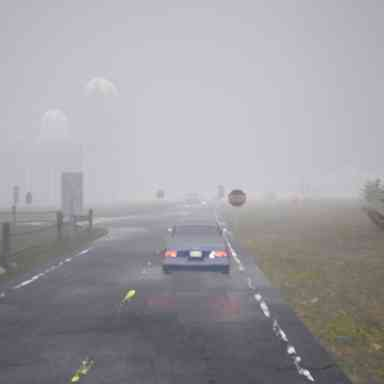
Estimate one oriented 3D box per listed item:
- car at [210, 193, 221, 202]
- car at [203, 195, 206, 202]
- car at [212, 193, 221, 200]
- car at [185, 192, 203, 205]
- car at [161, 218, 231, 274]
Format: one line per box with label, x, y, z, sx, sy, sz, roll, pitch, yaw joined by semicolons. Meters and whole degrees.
car;4.952;1.307;72.642;2.128;1.511;4.902;0;0;7
car;1.988;1.331;71.020;1.994;1.385;4.181;0;0;7
car;6.145;1.034;82.577;2.097;1.767;4.553;0;0;7
car;0.195;1.070;56.116;2.150;2.045;5.566;0;0;7
car;0.157;1.523;10.450;2.033;1.411;5.357;0;0;2
